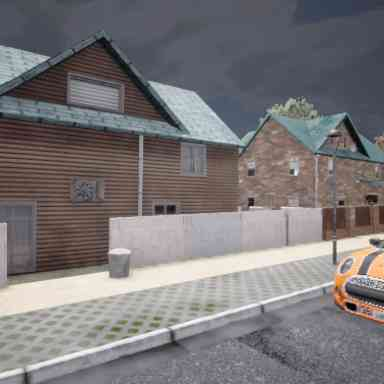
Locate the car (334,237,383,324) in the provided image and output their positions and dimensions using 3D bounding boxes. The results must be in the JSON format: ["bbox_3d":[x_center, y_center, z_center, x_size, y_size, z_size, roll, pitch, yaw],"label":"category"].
[{"bbox_3d":[4.804,1.354,6.517,4.553,1.767,2.097,0,0,-36],"label":"car"}]
